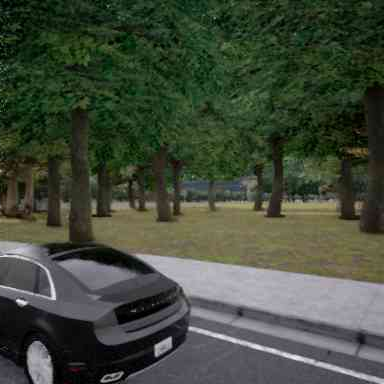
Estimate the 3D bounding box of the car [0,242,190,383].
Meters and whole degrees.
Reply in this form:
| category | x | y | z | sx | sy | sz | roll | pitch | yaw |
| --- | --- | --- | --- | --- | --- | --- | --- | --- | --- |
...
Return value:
| category | x | y | z | sx | sy | sz | roll | pitch | yaw |
| --- | --- | --- | --- | --- | --- | --- | --- | --- | --- |
| car | -2.304 | 1.565 | 5.242 | 4.892 | 1.490 | 1.837 | -1 | -1 | 36 |
